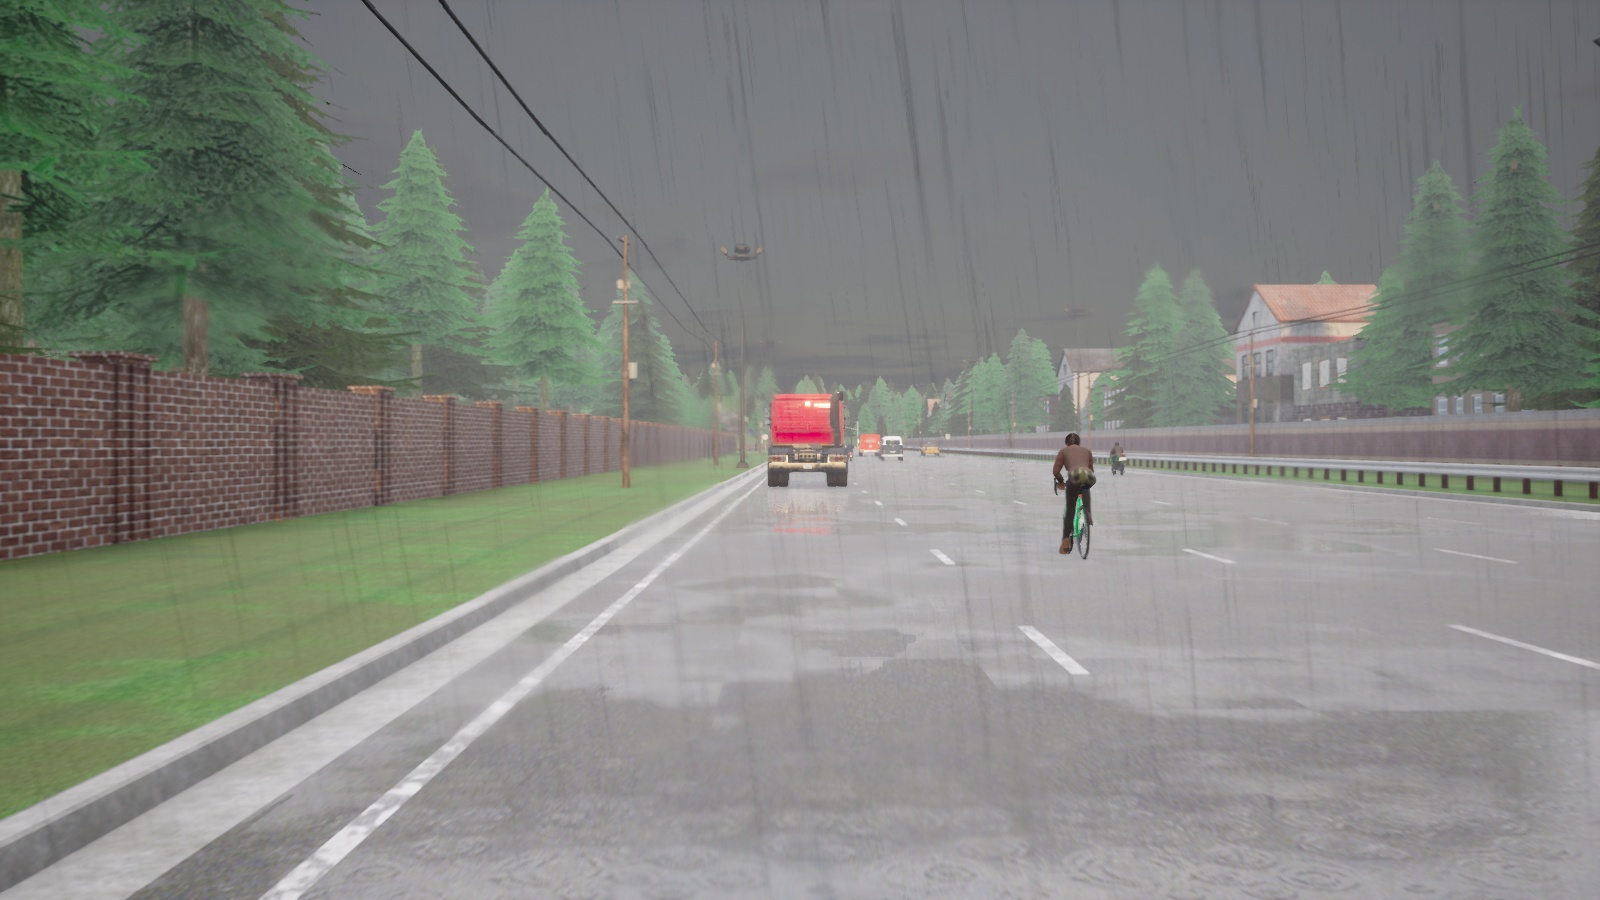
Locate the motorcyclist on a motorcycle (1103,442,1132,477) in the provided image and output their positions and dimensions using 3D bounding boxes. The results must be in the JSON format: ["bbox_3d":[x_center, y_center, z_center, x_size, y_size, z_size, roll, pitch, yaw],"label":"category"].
[{"bbox_3d":[14.339,0.421,56.704,0.797,1.523,2.044,0,0,0],"label":"motorcyclist on a motorcycle"}]

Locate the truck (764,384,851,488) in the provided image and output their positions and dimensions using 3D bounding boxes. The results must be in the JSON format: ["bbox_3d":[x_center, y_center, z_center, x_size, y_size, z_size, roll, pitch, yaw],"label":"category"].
[{"bbox_3d":[0.279,-0.494,46.017,2.891,3.462,7.936,0,0,0],"label":"truck"}]

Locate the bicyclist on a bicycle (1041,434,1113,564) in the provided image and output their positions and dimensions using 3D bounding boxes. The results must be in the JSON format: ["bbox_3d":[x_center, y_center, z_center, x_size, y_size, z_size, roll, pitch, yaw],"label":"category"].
[{"bbox_3d":[3.609,0.609,16.469,0.582,1.620,1.656,0,0,0],"label":"bicyclist on a bicycle"}]
